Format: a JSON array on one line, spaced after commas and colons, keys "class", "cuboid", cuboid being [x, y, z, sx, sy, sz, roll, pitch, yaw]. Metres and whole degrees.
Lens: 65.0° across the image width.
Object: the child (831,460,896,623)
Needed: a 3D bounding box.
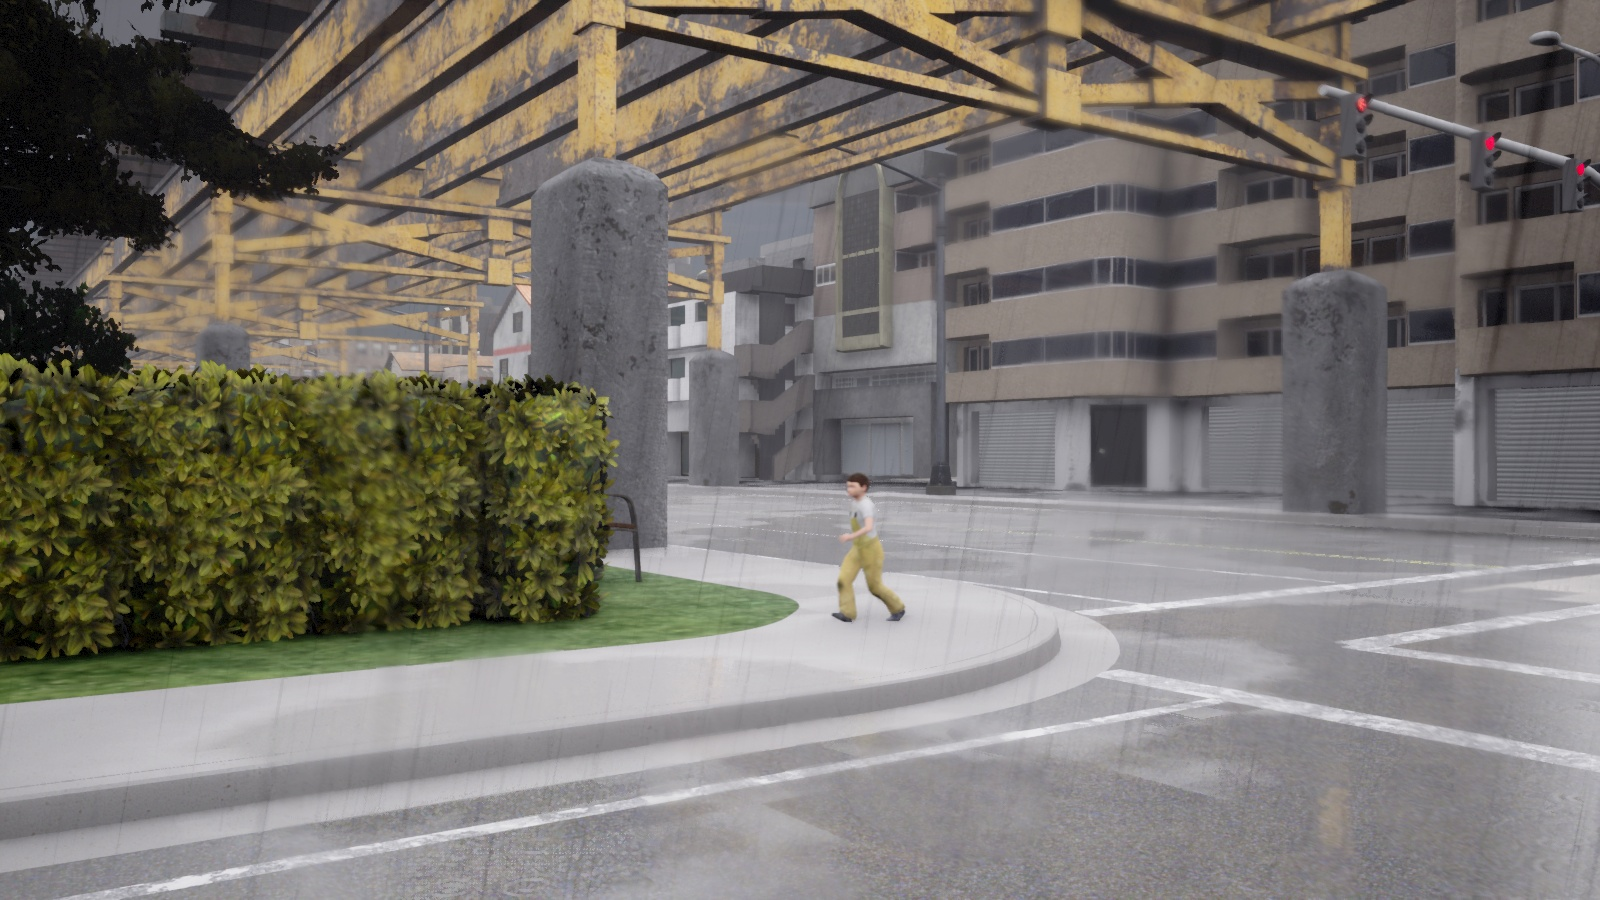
[{"class": "child", "cuboid": [0.501, 0.710, 9.968, 0.437, 1.263, 0.270, 0, 0, -30]}]
